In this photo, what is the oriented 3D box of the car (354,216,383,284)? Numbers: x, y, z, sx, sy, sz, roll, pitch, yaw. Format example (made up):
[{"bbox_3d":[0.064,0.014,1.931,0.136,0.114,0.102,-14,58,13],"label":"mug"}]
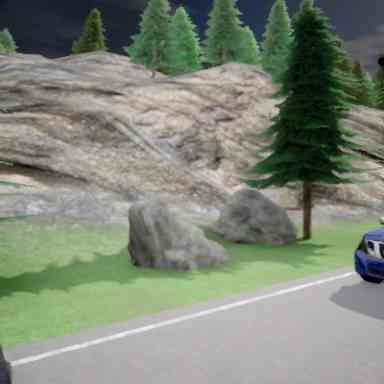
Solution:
[{"bbox_3d":[6.451,1.209,8.509,5.566,2.045,2.150,-1,1,-36],"label":"car"}]

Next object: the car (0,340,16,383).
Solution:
[{"bbox_3d":[-3.211,1.566,1.689,4.181,1.385,1.994,0,0,-35],"label":"car"}]
